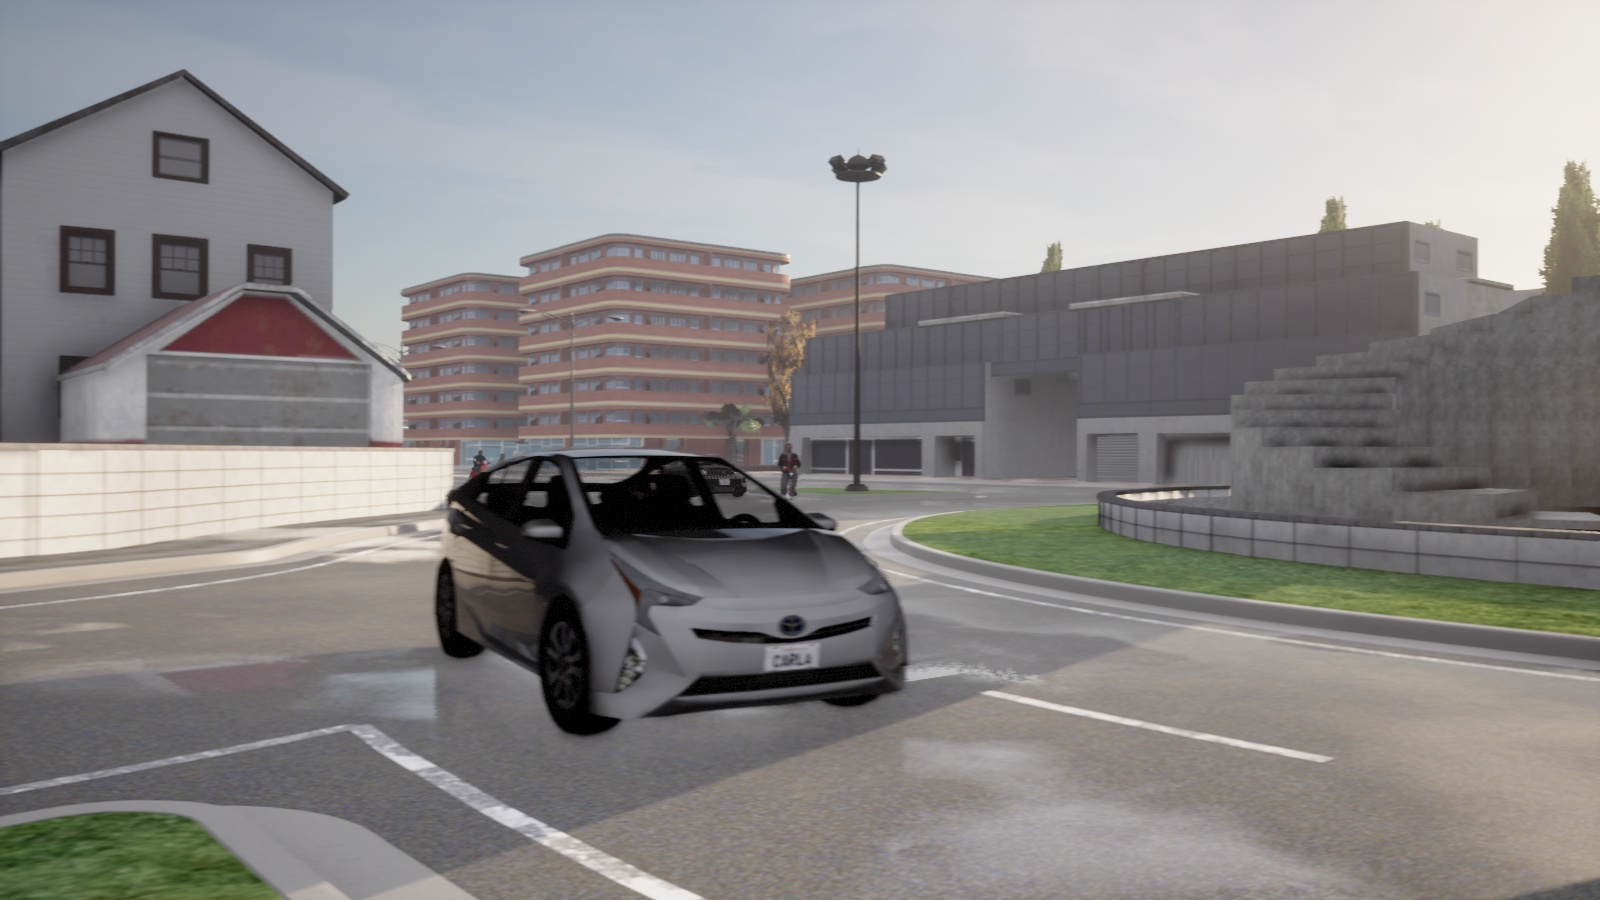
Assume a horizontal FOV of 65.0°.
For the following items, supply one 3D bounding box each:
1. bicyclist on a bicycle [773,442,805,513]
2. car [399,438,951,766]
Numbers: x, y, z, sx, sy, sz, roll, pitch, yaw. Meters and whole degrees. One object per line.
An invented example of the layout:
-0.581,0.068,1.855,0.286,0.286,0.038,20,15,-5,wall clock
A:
-0.292,0.703,32.688,0.659,1.776,1.843,-1,0,-6,bicyclist on a bicycle
-1.153,0.714,8.306,2.007,1.525,4.514,0,0,-29,car
